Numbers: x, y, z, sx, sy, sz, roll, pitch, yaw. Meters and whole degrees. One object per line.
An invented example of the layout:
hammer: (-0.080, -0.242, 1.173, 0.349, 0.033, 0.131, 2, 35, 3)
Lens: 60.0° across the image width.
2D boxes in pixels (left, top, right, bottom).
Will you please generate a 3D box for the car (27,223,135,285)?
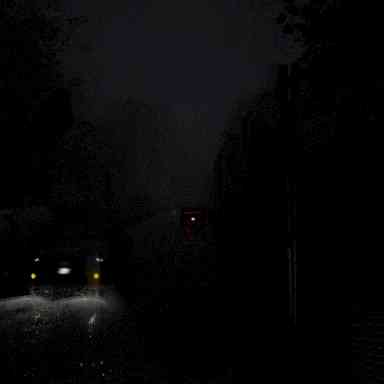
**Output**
car: (-2.854, 1.583, 9.432, 1.994, 1.385, 4.181, 0, 0, 0)

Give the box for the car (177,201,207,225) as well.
car: (0.077, 1.657, 25.556, 1.837, 1.490, 4.892, 0, -1, 0)

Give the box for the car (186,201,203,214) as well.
car: (0.391, 1.922, 42.968, 2.128, 1.511, 4.902, 0, -1, 2)

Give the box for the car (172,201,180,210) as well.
car: (-1.971, 2.189, 52.722, 1.994, 1.385, 4.181, 0, -1, 5)
